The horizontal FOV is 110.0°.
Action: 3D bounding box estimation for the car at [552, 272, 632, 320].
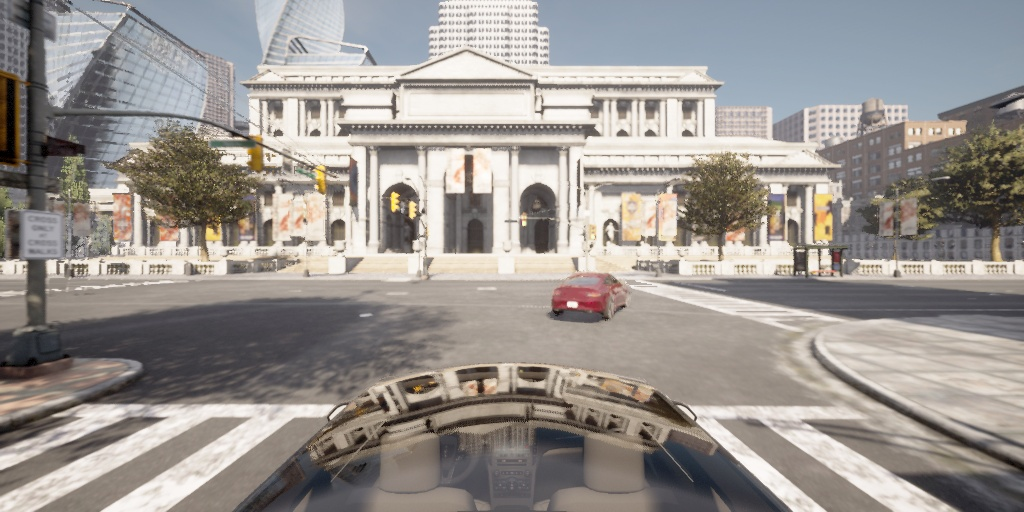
[{"bbox_3d":[2.886,1.270,12.657,1.812,1.442,4.674,-1,0,28],"label":"car"}]
